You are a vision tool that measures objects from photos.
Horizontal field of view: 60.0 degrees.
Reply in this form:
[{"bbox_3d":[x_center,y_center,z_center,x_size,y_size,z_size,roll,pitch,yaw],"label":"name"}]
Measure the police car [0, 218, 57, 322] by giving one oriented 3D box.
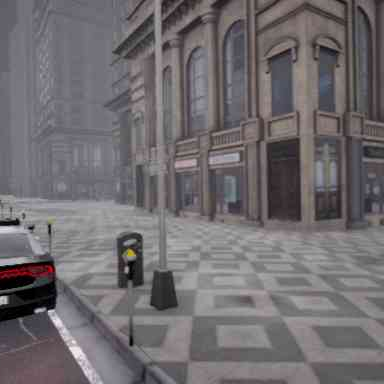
[{"bbox_3d":[-4.263,1.394,7.040,1.930,1.638,5.238,-1,1,-33],"label":"police car"}]
